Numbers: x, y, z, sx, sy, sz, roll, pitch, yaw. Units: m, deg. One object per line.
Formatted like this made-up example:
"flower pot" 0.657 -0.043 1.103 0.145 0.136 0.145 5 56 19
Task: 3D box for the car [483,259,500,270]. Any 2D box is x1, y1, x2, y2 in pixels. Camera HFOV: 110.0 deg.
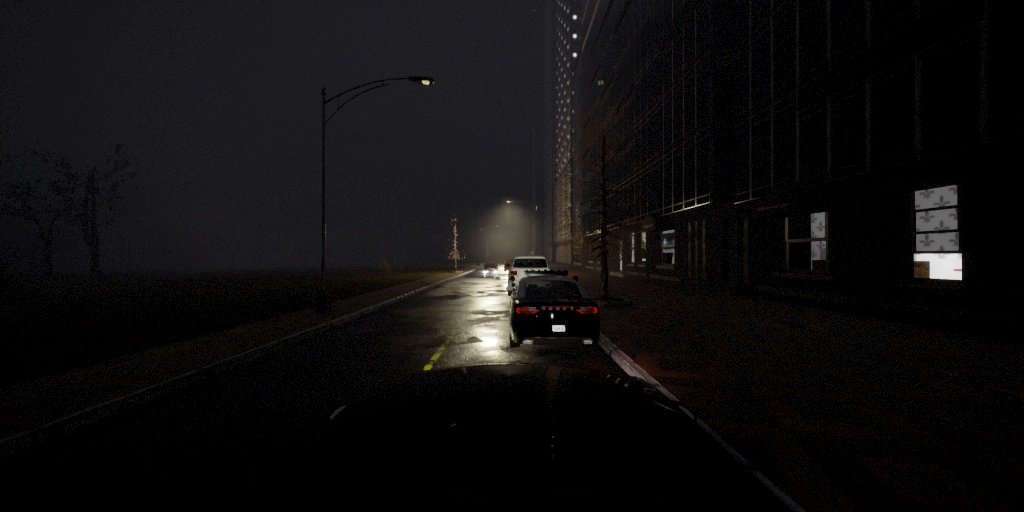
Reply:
"car" -3.085 1.348 52.017 1.895 1.301 4.718 0 0 0

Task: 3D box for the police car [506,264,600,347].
"police car" 0.886 1.175 9.418 1.930 1.638 5.238 0 0 0

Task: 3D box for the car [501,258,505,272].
"car" -0.053 1.226 47.535 1.882 1.535 5.008 0 0 0

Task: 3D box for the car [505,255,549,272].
"car" 0.870 0.975 19.340 2.150 2.045 5.566 0 0 0
